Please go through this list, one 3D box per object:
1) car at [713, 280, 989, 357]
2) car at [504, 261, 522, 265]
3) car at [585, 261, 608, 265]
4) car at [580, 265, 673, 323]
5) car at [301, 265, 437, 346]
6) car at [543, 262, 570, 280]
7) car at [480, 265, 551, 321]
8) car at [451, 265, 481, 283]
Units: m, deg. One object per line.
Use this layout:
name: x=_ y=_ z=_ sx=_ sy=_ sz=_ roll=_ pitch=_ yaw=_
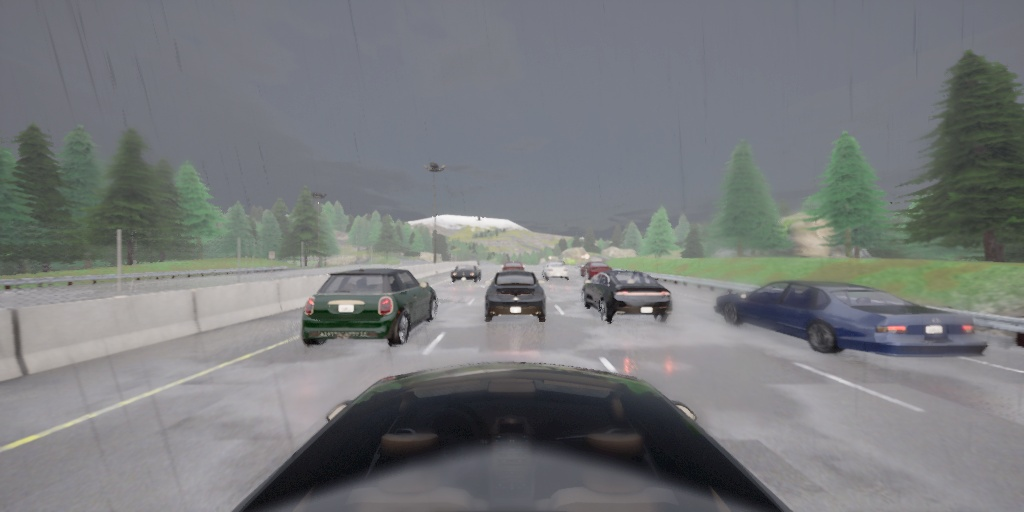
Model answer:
car: x=7.102 y=1.286 z=8.542 sx=2.033 sy=1.411 sz=5.357 roll=0 pitch=0 yaw=0
car: x=0.106 y=1.181 z=30.633 sx=1.882 sy=1.535 sz=5.008 roll=0 pitch=0 yaw=0
car: x=7.117 y=1.177 z=30.659 sx=1.882 sy=1.535 sz=5.008 roll=0 pitch=0 yaw=0
car: x=3.602 y=1.224 z=12.004 sx=2.128 sy=1.511 sz=4.902 roll=0 pitch=0 yaw=0
car: x=-3.399 y=1.088 z=9.478 sx=2.097 sy=1.767 sz=4.553 roll=0 pitch=0 yaw=0
car: x=3.606 y=1.229 z=30.159 sx=1.812 sy=1.442 sz=4.674 roll=0 pitch=0 yaw=0
car: x=0.102 y=1.237 z=12.342 sx=1.837 sy=1.490 sz=4.892 roll=0 pitch=0 yaw=0
car: x=-3.394 y=1.309 z=27.407 sx=1.895 sy=1.301 sz=4.718 roll=0 pitch=0 yaw=0
